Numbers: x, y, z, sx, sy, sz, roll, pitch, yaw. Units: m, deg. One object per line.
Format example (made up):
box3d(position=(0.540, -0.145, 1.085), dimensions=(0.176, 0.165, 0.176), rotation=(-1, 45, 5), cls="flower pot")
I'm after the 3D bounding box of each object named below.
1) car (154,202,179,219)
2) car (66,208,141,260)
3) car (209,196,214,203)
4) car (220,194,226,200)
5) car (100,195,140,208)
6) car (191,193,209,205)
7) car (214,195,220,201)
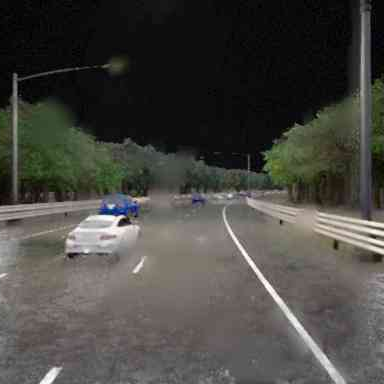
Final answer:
box3d(position=(-2.239, 1.575, 29.665), dimensions=(1.812, 1.442, 4.674), rotation=(0, 0, 4), cls="car")
box3d(position=(-3.157, 1.558, 12.497), dimensions=(1.812, 1.442, 4.674), rotation=(0, 0, 2), cls="car")
box3d(position=(3.070, 1.616, 72.186), dimensions=(1.895, 1.301, 4.718), rotation=(0, 0, 10), cls="car")
box3d(position=(7.535, 1.502, 93.436), dimensions=(1.895, 1.301, 4.718), rotation=(0, 0, 13), cls="car")
box3d(position=(-5.906, 1.266, 27.624), dimensions=(2.150, 2.045, 5.566), rotation=(0, 0, 4), cls="car")
box3d(position=(1.265, 1.249, 61.479), dimensions=(2.150, 2.045, 5.566), rotation=(0, 0, 9), cls="car")
box3d(position=(5.159, 1.569, 82.840), dimensions=(1.895, 1.301, 4.718), rotation=(0, 0, 12), cls="car")
